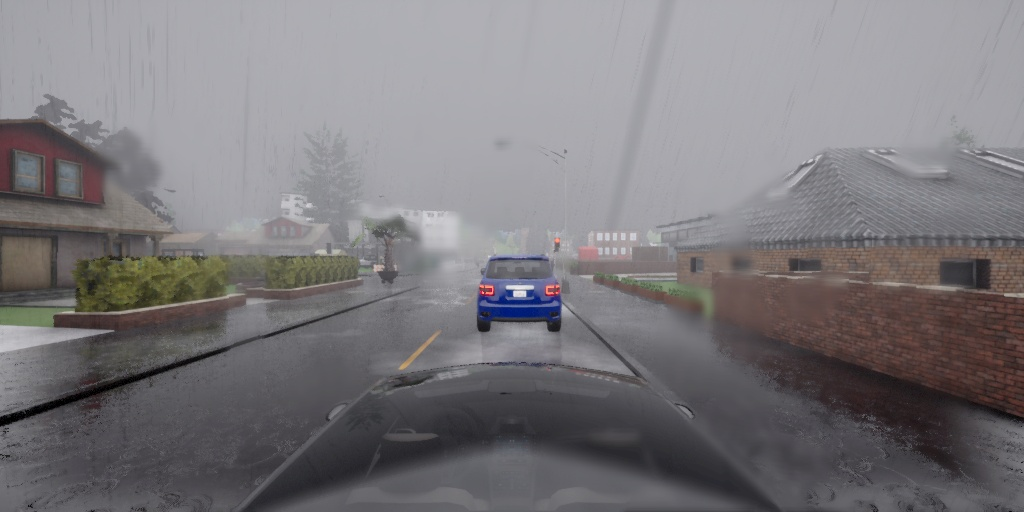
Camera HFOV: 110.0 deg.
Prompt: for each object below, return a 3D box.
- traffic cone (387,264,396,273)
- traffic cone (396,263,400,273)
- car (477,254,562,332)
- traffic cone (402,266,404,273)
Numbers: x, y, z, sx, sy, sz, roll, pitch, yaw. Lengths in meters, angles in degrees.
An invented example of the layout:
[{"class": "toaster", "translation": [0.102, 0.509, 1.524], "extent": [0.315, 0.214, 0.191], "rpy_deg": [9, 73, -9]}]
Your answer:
[{"class": "traffic cone", "translation": [-15.421, 1.561, 45.883], "extent": [0.344, 0.586, 0.344], "rpy_deg": [0, 0, 0]}, {"class": "traffic cone", "translation": [-15.056, 1.558, 46.450], "extent": [0.344, 0.586, 0.344], "rpy_deg": [0, 0, 0]}, {"class": "car", "translation": [0.185, 0.971, 11.005], "extent": [2.150, 2.045, 5.566], "rpy_deg": [0, 0, 0]}, {"class": "traffic cone", "translation": [-14.049, 1.582, 47.482], "extent": [0.344, 0.586, 0.344], "rpy_deg": [0, 0, 0]}]
